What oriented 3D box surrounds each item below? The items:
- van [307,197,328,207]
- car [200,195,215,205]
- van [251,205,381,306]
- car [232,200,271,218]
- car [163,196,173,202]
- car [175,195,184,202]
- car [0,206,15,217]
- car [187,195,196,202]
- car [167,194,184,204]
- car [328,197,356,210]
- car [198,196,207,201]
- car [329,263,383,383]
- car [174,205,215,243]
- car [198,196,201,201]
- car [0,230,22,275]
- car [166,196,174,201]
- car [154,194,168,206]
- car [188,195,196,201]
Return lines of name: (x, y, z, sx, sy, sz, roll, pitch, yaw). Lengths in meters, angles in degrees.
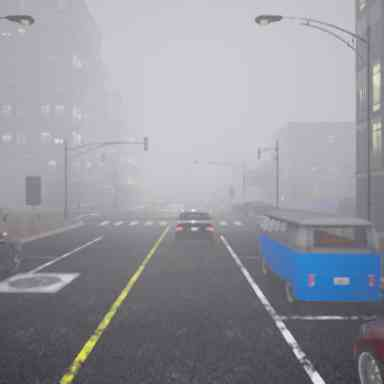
van: (14.891, 1.443, 37.039, 3.998, 1.788, 1.690, 0, 0, 0)
car: (2.680, 1.586, 52.721, 1.752, 1.417, 4.829, 0, 0, 0)
van: (2.659, 1.346, 7.765, 1.690, 1.788, 3.998, 0, 0, 0)
car: (6.088, 1.518, 30.662, 5.008, 1.535, 1.882, 0, -2, -26)
car: (-5.708, 1.667, 80.245, 2.008, 1.369, 4.403, 0, 0, 0)
car: (-3.019, 1.577, 79.359, 1.882, 1.535, 5.008, 0, 0, 0)
car: (-17.473, 1.547, 28.571, 4.206, 1.307, 1.802, 0, 0, 0)
car: (-0.019, 1.638, 79.353, 1.812, 1.442, 4.674, 0, 0, 0)
car: (-3.039, 1.572, 63.039, 2.128, 1.511, 4.902, 0, 0, 0)
car: (14.916, 1.372, 28.660, 5.009, 1.841, 2.192, 0, -1, 0)
car: (2.672, 1.681, 85.786, 2.008, 1.369, 4.403, 0, 0, 0)
car: (2.660, 1.583, 2.075, 1.802, 1.307, 4.206, 0, 0, 0)
car: (0.097, 1.558, 16.022, 2.033, 1.411, 5.357, 0, 0, 0)
car: (2.677, 1.662, 63.630, 1.802, 1.307, 4.206, 0, 0, 0)
car: (-5.689, 1.571, 7.788, 1.947, 1.339, 4.313, 0, 0, 0)
car: (-5.709, 1.655, 85.614, 1.752, 1.417, 4.829, 0, 0, 0)
car: (-5.702, 1.595, 57.917, 1.752, 1.417, 4.829, 0, 0, 0)
car: (-0.021, 1.581, 89.360, 1.994, 1.385, 4.181, 0, 0, 0)
